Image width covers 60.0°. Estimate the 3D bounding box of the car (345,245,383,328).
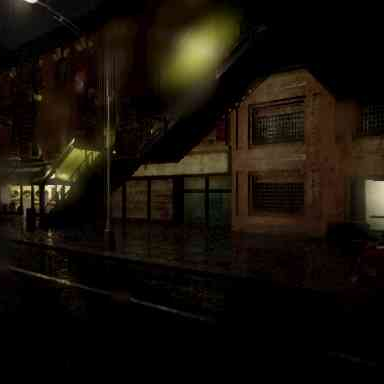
[{"bbox_3d":[4.972,1.224,4.068,5.566,2.045,2.435,0,0,35],"label":"car"}]
